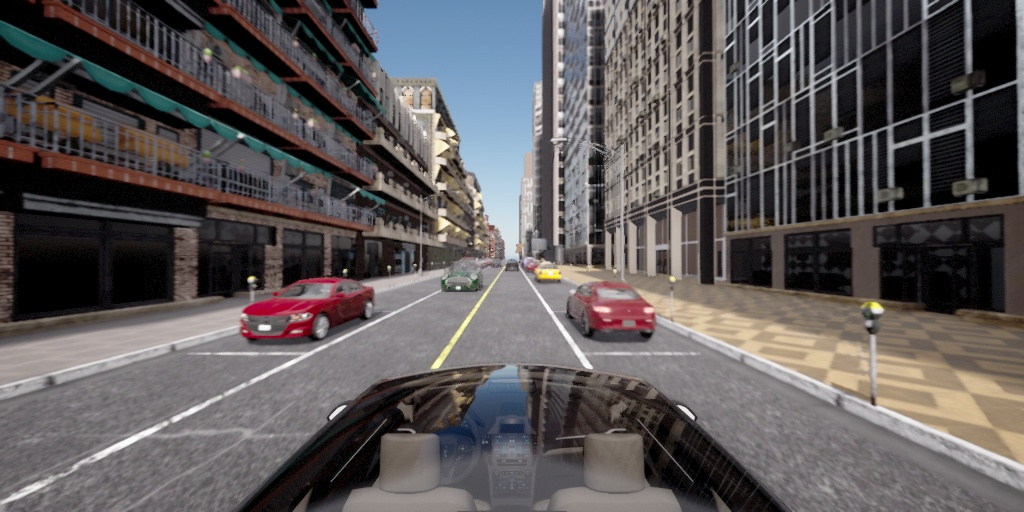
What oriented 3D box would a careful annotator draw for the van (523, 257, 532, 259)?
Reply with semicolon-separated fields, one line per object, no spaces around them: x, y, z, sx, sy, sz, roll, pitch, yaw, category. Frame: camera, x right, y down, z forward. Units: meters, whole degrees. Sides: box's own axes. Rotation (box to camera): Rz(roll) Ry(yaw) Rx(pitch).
2.566;1.119;54.242;1.690;1.789;3.998;0;0;0;van

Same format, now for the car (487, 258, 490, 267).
-5.314;1.337;59.768;2.007;1.370;4.403;0;0;0;car

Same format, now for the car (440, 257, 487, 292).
-2.848;1.103;21.302;2.097;1.767;4.553;0;0;0;car

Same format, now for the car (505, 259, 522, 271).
0.054;1.278;49.283;1.837;1.490;4.892;0;0;0;car

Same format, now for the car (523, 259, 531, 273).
2.566;1.346;43.172;1.802;1.307;4.207;0;0;0;car

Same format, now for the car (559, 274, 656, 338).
2.566;1.331;9.959;1.802;1.307;4.207;0;0;0;car

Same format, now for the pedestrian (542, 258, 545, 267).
2.750;1.048;31.278;0.375;1.860;0.375;1;-1;0;pedestrian

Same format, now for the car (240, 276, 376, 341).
-5.315;1.295;9.947;1.888;1.381;4.507;0;0;0;car

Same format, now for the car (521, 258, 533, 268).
2.566;1.352;48.709;1.802;1.307;4.207;0;0;0;car

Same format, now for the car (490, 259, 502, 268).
-2.772;1.295;63.697;1.837;1.490;4.892;0;0;1;car

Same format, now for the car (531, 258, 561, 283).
2.750;1.208;28.276;1.801;1.575;5.366;0;0;0;car
